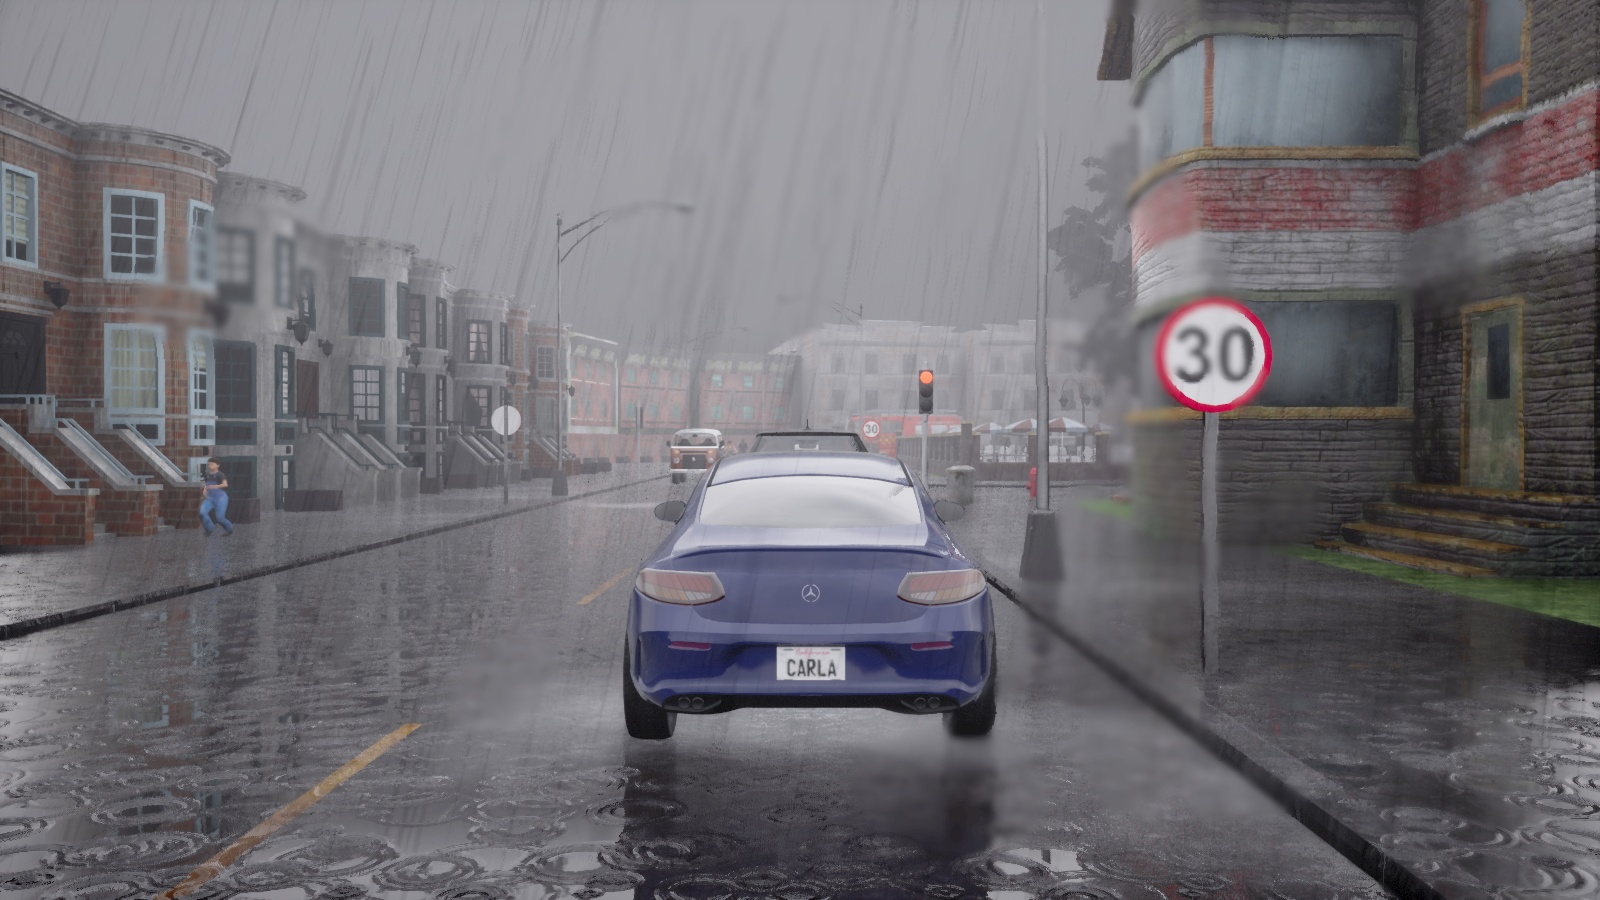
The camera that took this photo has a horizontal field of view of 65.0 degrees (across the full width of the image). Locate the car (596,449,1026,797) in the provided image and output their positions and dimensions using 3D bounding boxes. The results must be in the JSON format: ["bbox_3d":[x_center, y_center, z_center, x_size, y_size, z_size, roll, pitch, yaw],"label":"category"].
[{"bbox_3d":[0.058,0.729,7.638,1.812,1.442,4.674,0,0,0],"label":"car"}]

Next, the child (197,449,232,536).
[{"bbox_3d":[-8.676,0.624,18.607,0.270,1.263,0.437,0,0,10],"label":"child"}]

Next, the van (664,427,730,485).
[{"bbox_3d":[-3.745,0.205,46.357,2.069,2.038,4.480,0,0,0],"label":"van"}]

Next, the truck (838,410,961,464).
[{"bbox_3d":[6.988,-0.914,89.066,8.468,3.827,2.891,0,0,-1],"label":"truck"}]

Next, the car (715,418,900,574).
[{"bbox_3d":[0.102,0.512,16.547,2.097,1.767,4.553,0,0,0],"label":"car"}]

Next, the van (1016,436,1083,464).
[{"bbox_3d":[17.676,0.010,89.096,4.442,1.987,1.775,0,0,0],"label":"van"}]
